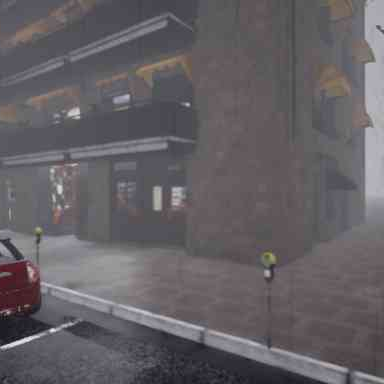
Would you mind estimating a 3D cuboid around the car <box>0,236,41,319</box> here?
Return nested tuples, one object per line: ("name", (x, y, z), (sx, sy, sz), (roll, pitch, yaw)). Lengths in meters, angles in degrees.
("car", (-4.677, 1.442, 6.216), (4.097, 1.590, 1.967), (0, 0, 36))
